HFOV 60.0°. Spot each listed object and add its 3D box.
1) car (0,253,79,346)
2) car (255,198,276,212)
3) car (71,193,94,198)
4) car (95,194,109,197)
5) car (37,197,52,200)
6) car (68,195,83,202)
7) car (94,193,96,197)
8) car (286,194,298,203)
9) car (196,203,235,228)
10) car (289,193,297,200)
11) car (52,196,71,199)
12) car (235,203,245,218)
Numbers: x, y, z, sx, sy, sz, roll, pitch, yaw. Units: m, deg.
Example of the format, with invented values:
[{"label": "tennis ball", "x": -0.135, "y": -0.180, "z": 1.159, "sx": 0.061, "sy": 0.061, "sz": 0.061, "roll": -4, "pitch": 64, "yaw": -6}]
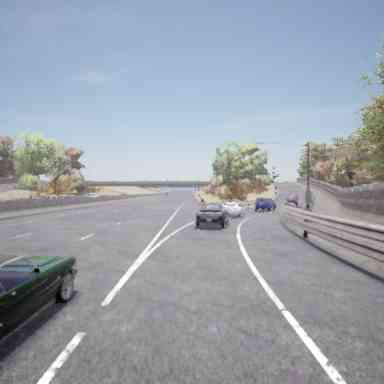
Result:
[{"label": "car", "x": -3.407, "y": 1.600, "z": 5.212, "sx": 1.895, "sy": 1.301, "sz": 4.718, "roll": 0, "pitch": 0, "yaw": 0}, {"label": "car", "x": 11.080, "y": 1.862, "z": 49.924, "sx": 2.150, "sy": 2.045, "sz": 5.566, "roll": 0, "pitch": -1, "yaw": 26}, {"label": "car", "x": -21.030, "y": 1.364, "z": 64.011, "sx": 2.097, "sy": 1.767, "sz": 4.553, "roll": 0, "pitch": 0, "yaw": 0}, {"label": "car", "x": -21.035, "y": 1.379, "z": 80.164, "sx": 2.097, "sy": 1.767, "sz": 4.553, "roll": 0, "pitch": 0, "yaw": 0}, {"label": "car", "x": -28.028, "y": 1.602, "z": 63.818, "sx": 1.895, "sy": 1.301, "sz": 4.718, "roll": 0, "pitch": 0, "yaw": 0}, {"label": "car", "x": -28.034, "y": 1.523, "z": 80.097, "sx": 1.837, "sy": 1.490, "sz": 4.892, "roll": 0, "pitch": 0, "yaw": 0}, {"label": "car", "x": -24.534, "y": 1.248, "z": 80.069, "sx": 2.150, "sy": 2.045, "sz": 5.566, "roll": 0, "pitch": 0, "yaw": 0}, {"label": "car", "x": 22.780, "y": 1.675, "z": 76.605, "sx": 2.097, "sy": 1.767, "sz": 4.553, "roll": 0, "pitch": 3, "yaw": 20}, {"label": "car", "x": 1.463, "y": 1.515, "z": 22.346, "sx": 2.128, "sy": 1.511, "sz": 4.902, "roll": 0, "pitch": -1, "yaw": 10}, {"label": "car", "x": 26.284, "y": 1.244, "z": 86.117, "sx": 1.812, "sy": 1.442, "sz": 4.674, "roll": 0, "pitch": 4, "yaw": 19}, {"label": "car", "x": -24.529, "y": 1.508, "z": 63.860, "sx": 1.837, "sy": 1.490, "sz": 4.892, "roll": 0, "pitch": 0, "yaw": 0}, {"label": "car", "x": 4.125, "y": 1.778, "z": 33.112, "sx": 1.812, "sy": 1.442, "sz": 4.674, "roll": 0, "pitch": -1, "yaw": 17}]
